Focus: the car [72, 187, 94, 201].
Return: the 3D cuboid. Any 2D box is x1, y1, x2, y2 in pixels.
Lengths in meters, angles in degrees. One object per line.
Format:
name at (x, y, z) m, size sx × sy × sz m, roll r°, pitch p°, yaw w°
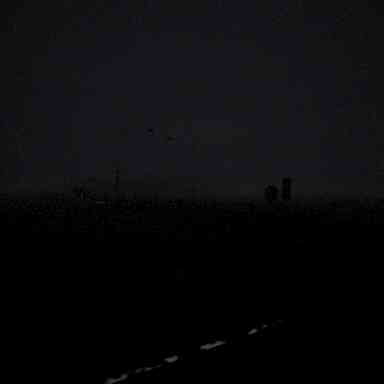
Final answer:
car at (-16.846, 0.322, 51.432) m, size 2.150 × 2.045 × 5.566 m, roll 0°, pitch 1°, yaw -34°
